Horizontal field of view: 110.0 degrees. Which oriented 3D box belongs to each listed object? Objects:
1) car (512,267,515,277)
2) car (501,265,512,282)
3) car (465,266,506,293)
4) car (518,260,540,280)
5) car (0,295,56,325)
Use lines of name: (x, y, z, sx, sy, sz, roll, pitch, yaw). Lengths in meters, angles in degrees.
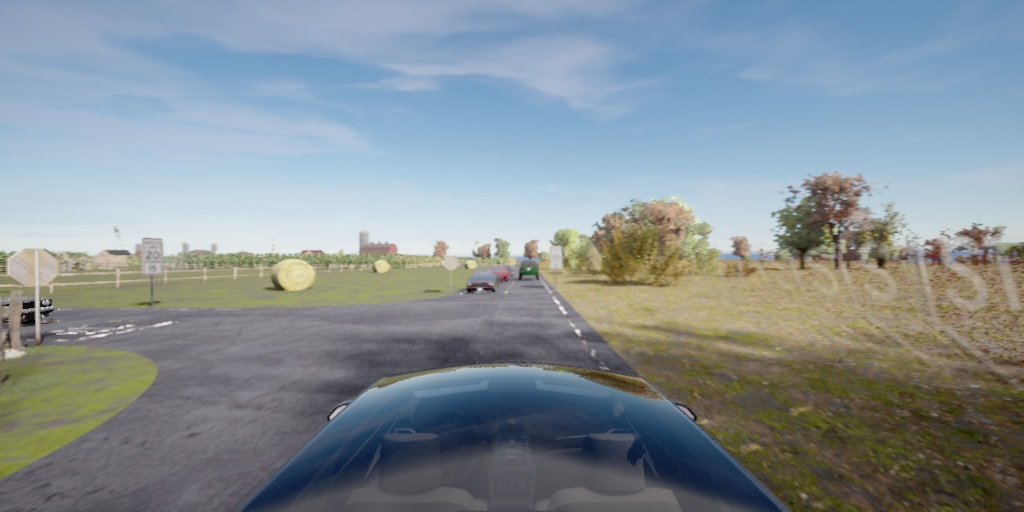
car: (-0.738, 1.902, 47.211, 1.837, 1.490, 4.892, -1, -1, 3)
car: (-1.290, 1.703, 35.075, 1.882, 1.535, 5.008, -1, -1, 3)
car: (-1.789, 1.620, 23.907, 2.033, 1.411, 5.357, -1, -1, 3)
car: (1.835, 1.474, 39.219, 2.150, 2.045, 5.566, -1, -1, 3)
car: (-16.886, 1.553, 10.691, 4.718, 1.301, 1.895, 0, 0, 2)
